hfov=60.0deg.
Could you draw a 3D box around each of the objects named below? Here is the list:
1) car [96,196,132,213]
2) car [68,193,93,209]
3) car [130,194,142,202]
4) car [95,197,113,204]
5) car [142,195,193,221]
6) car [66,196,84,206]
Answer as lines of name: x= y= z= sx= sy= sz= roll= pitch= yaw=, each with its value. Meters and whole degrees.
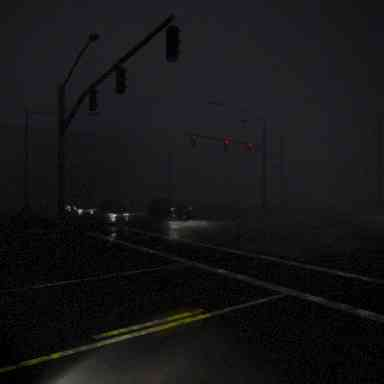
car: x=-8.744 y=1.525 z=36.895 sx=1.812 sy=1.442 sz=4.674 roll=0 pitch=0 yaw=-36
car: x=-15.591 y=1.221 z=46.619 sx=2.150 sy=2.045 sz=5.566 roll=0 pitch=0 yaw=-33
car: x=-13.677 y=1.524 z=72.541 sx=1.812 sy=1.442 sz=4.674 roll=0 pitch=0 yaw=30
car: x=-16.505 y=1.601 z=62.713 sx=1.895 sy=1.301 sz=4.718 roll=0 pitch=0 yaw=3
car: x=-1.886 y=1.352 z=27.384 sx=2.097 sy=1.767 sz=4.553 roll=0 pitch=0 yaw=-36
car: x=-19.630 y=1.491 z=56.014 sx=2.128 sy=1.511 sz=4.902 roll=0 pitch=0 yaw=-10
